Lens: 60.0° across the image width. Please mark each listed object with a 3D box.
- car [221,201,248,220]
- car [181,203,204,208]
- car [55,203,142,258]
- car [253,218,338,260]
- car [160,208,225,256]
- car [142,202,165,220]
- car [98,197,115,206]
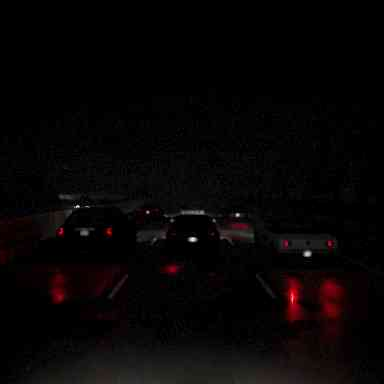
[{"bbox_3d":[3.546,1.499,27.975,1.837,1.490,4.892,0,0,1],"label":"car"},{"bbox_3d":[0.038,1.594,27.343,1.895,1.301,4.718,0,0,1],"label":"car"},{"bbox_3d":[-3.457,1.348,12.868,2.097,1.767,4.553,0,0,1],"label":"car"},{"bbox_3d":[3.537,1.598,12.351,1.895,1.301,4.718,0,0,1],"label":"car"},{"bbox_3d":[0.046,1.562,13.179,1.994,1.385,4.181,0,0,1],"label":"car"},{"bbox_3d":[-3.453,1.557,28.135,1.994,1.385,4.181,0,0,1],"label":"car"},{"bbox_3d":[-14.398,1.585,56.277,1.895,1.301,4.718,0,0,-4],"label":"car"}]
